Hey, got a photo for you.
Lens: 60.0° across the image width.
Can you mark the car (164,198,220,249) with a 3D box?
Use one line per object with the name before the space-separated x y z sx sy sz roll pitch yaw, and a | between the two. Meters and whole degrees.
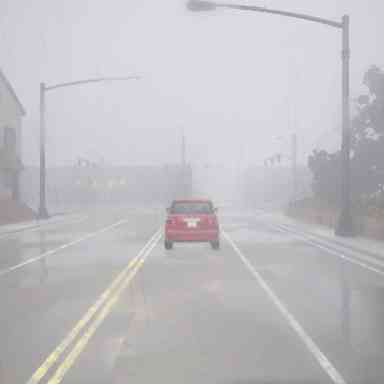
car | 0.000 1.257 14.680 2.150 2.045 5.566 0 0 0
